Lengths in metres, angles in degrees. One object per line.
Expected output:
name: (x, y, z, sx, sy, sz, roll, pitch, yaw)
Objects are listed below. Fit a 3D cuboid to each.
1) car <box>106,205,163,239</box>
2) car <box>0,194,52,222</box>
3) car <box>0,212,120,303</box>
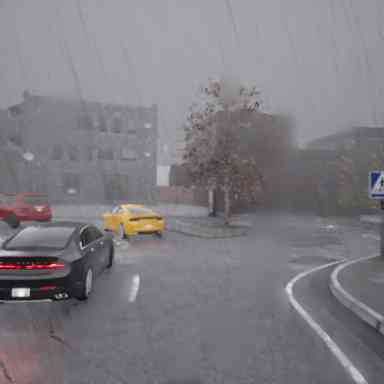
car: (-3.199, 1.389, 17.092, 1.882, 1.535, 5.008, 1, 0, -31)
car: (-11.218, 1.122, 21.006, 5.566, 2.045, 2.150, 0, 0, 33)
car: (-3.119, 1.469, 8.128, 1.837, 1.490, 4.892, 1, 0, -4)
